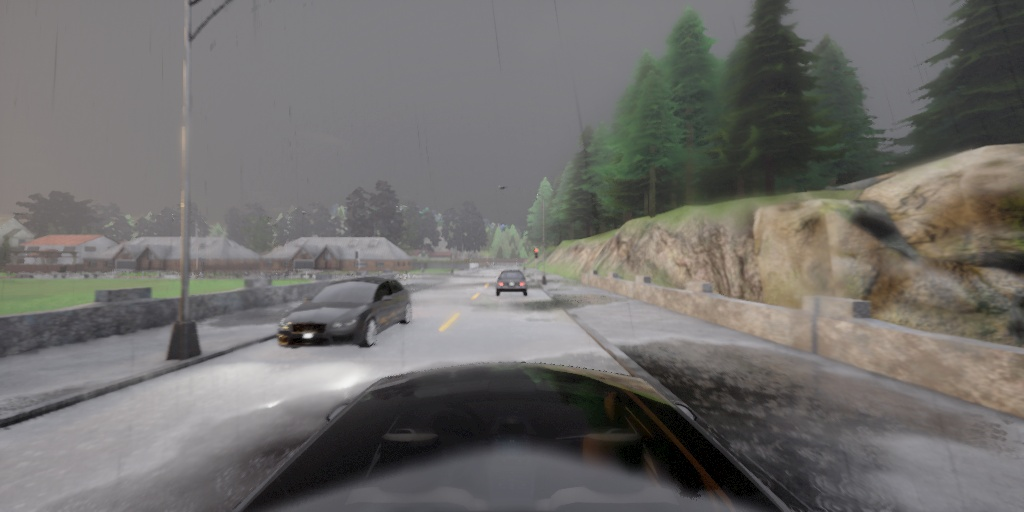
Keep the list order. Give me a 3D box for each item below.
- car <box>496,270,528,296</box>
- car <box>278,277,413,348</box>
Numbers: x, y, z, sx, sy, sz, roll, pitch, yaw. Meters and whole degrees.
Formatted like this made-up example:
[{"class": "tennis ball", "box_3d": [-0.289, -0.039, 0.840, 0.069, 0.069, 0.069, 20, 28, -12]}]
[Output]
[{"class": "car", "box_3d": [-0.009, 1.553, 21.461, 2.033, 1.411, 5.357, 0, -1, 0]}, {"class": "car", "box_3d": [-4.083, 1.356, 9.644, 1.837, 1.490, 4.892, 0, 0, 0]}]
